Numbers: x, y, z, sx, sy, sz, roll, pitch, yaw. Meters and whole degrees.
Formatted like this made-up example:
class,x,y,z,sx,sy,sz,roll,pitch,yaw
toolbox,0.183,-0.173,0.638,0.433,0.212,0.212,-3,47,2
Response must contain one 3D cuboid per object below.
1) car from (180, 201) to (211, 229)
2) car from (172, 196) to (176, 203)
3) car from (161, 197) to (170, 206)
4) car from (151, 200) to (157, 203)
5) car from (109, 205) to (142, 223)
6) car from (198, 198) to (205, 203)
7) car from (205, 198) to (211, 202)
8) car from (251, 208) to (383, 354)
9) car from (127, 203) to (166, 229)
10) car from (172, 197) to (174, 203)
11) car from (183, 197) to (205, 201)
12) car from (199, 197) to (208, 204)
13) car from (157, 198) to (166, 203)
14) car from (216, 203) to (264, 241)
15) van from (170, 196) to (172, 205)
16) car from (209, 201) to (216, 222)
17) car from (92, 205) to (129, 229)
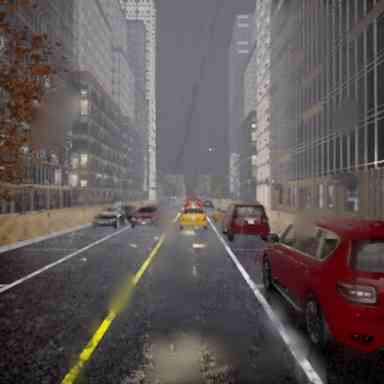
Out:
class,x,y,z,sx,sy,sz,roll,pitch,yaw
car,0.106,1.672,23.390,1.801,1.575,5.366,0,0,0
car,-5.665,2.225,91.578,1.967,1.590,4.097,0,0,0
car,-5.672,2.098,63.118,1.887,1.381,4.507,0,0,0
car,-5.678,1.943,40.348,1.802,1.307,4.206,0,0,0
car,-5.681,1.829,28.966,1.947,1.339,4.313,0,-1,0
car,2.715,2.367,91.561,1.802,1.307,4.206,0,0,0
car,2.707,2.072,57.411,1.947,1.339,4.313,0,0,0
car,2.696,1.374,6.186,2.192,1.841,5.009,0,-1,0
car,-3.086,1.741,23.541,1.812,1.442,4.674,0,-1,0
car,-5.670,2.229,74.502,1.802,1.307,4.206,0,0,0
car,0.110,1.589,40.951,2.150,2.045,5.566,0,0,0
car,2.713,2.134,80.178,1.967,1.590,4.097,0,0,0
car,-5.675,2.009,51.734,2.008,1.369,4.403,0,0,0
car,2.698,1.478,17.570,2.192,1.841,5.009,0,-1,0
van,-5.670,1.942,68.812,1.690,1.788,3.998,0,0,0
car,2.700,1.790,29.121,1.752,1.417,4.829,0,-1,0
car,-5.682,1.764,23.274,2.008,1.369,4.403,0,-1,0
